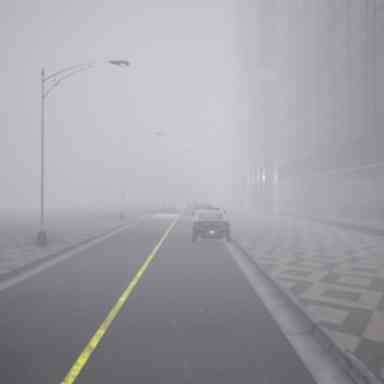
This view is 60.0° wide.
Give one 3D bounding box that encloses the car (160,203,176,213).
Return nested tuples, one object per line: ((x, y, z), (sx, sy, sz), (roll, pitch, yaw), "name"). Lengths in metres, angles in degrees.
((-3.090, 2.083, 43.667), (1.895, 1.301, 4.718), (0, -1, 0), "car")

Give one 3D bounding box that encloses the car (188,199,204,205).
((0.899, 1.640, 27.299), (2.097, 1.767, 4.553), (0, -1, 0), "car")

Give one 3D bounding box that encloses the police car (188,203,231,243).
((0.900, 1.605, 17.438), (1.930, 1.638, 5.238), (0, -1, 0), "police car")

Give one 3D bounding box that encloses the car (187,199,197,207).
((0.000, 2.256, 68.784), (2.128, 1.511, 4.902), (0, -1, 0), "car")

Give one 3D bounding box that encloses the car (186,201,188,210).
((0.000, 2.212, 53.813), (1.895, 1.301, 4.718), (0, -1, 0), "car")

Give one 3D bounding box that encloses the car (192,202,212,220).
((0.900, 1.836, 33.327), (1.882, 1.535, 5.008), (0, -1, 0), "car")
